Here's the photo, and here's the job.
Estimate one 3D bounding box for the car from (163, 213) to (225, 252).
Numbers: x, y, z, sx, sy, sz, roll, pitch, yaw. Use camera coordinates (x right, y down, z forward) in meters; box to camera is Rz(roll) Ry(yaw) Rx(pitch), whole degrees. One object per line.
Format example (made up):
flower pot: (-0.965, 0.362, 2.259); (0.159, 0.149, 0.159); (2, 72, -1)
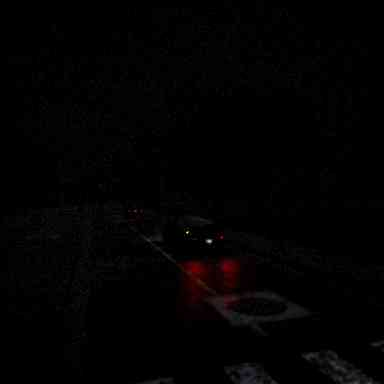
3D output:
car: (-0.019, 1.667, 14.612); (1.812, 1.442, 4.674); (-1, -1, -16)

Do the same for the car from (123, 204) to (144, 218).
car: (-6.515, 2.048, 36.625); (2.033, 1.411, 5.357); (-1, -1, -16)
